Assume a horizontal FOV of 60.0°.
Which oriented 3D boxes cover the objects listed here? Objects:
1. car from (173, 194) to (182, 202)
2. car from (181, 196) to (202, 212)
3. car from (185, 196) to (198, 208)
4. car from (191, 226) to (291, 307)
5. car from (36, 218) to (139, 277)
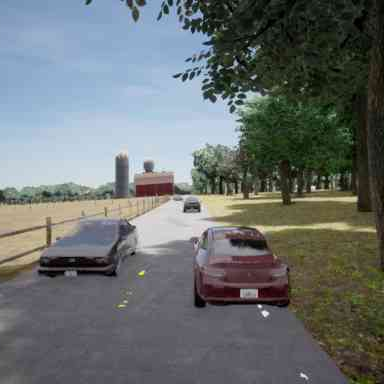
[{"bbox_3d":[-2.870,1.209,68.214,1.812,1.442,4.674,0,0,0],"label":"car"},{"bbox_3d":[0.011,1.412,36.836,1.837,1.490,4.892,0,0,0],"label":"car"},{"bbox_3d":[-0.040,1.365,46.892,1.812,1.442,4.674,0,0,0],"label":"car"},{"bbox_3d":[0.948,1.525,7.843,1.812,1.442,4.674,0,0,0],"label":"car"},{"bbox_3d":[-2.869,1.545,10.526,2.033,1.411,5.357,0,0,0],"label":"car"}]
